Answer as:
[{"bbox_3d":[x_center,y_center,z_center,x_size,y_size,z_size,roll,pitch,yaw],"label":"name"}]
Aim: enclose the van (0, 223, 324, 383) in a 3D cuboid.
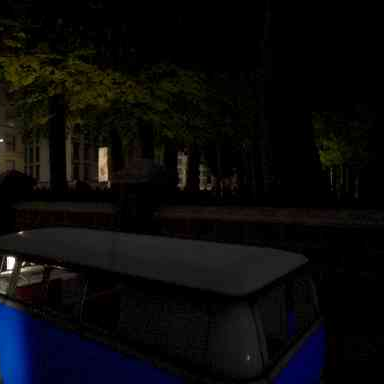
[{"bbox_3d":[-0.749,1.341,3.395,3.998,1.788,1.690,0,0,36],"label":"van"}]
